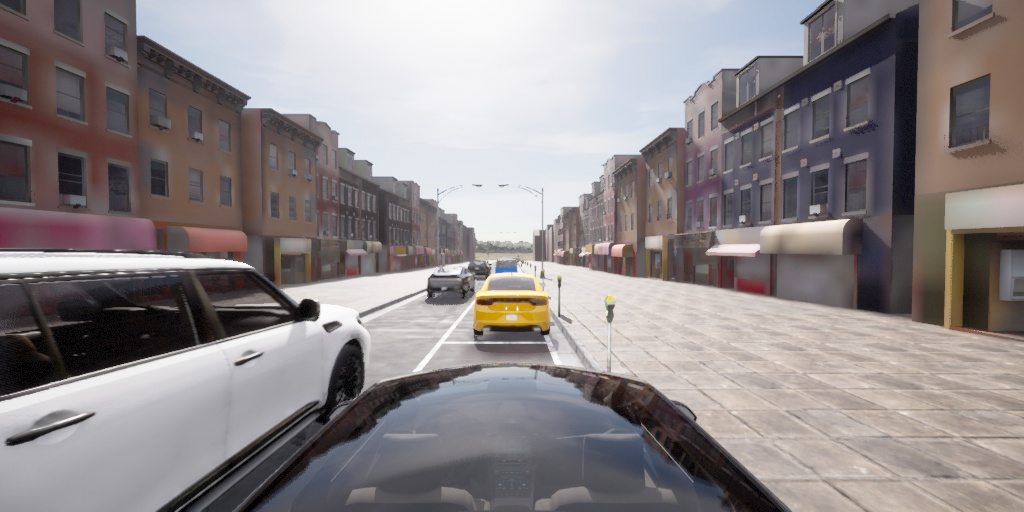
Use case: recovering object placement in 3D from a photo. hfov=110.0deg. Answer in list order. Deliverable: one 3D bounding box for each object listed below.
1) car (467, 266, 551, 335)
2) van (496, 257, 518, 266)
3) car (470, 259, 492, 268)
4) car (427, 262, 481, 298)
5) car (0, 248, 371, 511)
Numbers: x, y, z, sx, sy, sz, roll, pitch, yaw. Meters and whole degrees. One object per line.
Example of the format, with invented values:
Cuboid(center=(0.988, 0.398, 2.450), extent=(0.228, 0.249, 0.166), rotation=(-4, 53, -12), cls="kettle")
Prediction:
Cuboid(center=(-0.006, 1.224, 10.502), extent=(1.882, 1.535, 5.008), rotation=(0, 0, 0), cls="car")
Cuboid(center=(-0.383, 1.081, 27.392), extent=(1.690, 1.789, 3.998), rotation=(0, 0, 0), cls="van")
Cuboid(center=(-3.001, 1.090, 33.223), extent=(2.097, 1.767, 4.553), rotation=(0, 0, 0), cls="car")
Cuboid(center=(-3.001, 1.237, 18.324), extent=(2.128, 1.511, 4.902), rotation=(0, 0, 0), cls="car")
Cuboid(center=(-3.020, 0.973, 2.592), extent=(2.150, 2.045, 5.566), rotation=(0, 0, 0), cls="car")
